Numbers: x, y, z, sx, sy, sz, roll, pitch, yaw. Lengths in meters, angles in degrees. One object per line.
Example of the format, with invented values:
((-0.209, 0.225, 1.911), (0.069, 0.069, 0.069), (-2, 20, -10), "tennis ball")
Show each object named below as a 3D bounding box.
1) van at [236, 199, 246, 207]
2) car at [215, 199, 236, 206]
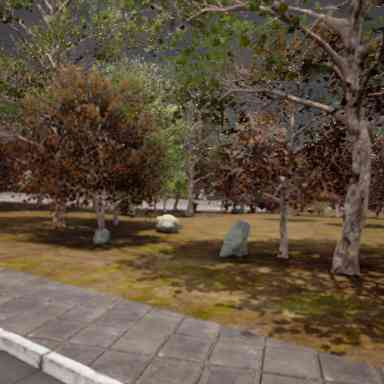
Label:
((12.322, 3.046, 93.393), (1.878, 1.987, 4.442), (4, 1, 45), "van")
((8.485, 2.776, 89.521), (2.435, 2.045, 5.566), (4, 1, 45), "car")
